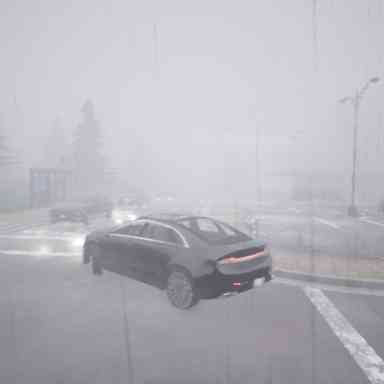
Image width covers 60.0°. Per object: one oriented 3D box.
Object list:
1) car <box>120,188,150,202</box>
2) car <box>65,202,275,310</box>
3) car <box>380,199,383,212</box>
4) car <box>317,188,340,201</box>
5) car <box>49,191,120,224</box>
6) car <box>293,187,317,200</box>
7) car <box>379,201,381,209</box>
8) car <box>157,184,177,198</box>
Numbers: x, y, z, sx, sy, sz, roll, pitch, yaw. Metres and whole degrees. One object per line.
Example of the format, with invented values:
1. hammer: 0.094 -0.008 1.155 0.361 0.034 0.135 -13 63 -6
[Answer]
1. car: -4.793 0.446 28.021 2.128 1.511 4.902 1 2 5
2. car: -0.596 1.229 7.339 4.902 1.511 2.128 3 3 44
3. car: 11.940 1.031 17.563 1.845 1.501 3.633 1 2 5
4. car: 17.495 0.239 43.231 2.152 1.636 5.027 1 2 5
5. car: -5.668 0.764 17.643 1.882 1.535 5.008 1 2 5
6. car: 14.368 0.175 43.470 2.007 1.523 4.514 1 2 5
7. car: 15.601 0.878 24.672 1.970 1.475 3.806 1 2 5
8. car: -3.334 -0.221 44.578 2.097 1.767 4.553 1 2 5
